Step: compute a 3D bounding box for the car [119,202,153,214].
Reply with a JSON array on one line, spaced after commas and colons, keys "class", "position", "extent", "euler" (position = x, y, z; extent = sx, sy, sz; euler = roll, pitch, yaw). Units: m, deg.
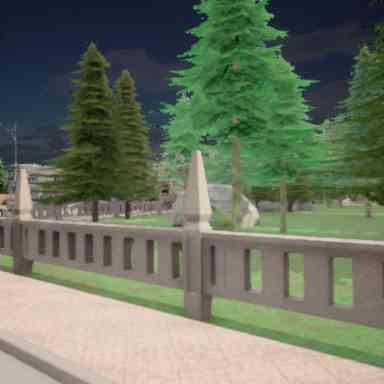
[{"class": "car", "position": [-6.866, 1.704, 41.643], "extent": [2.097, 1.767, 4.553], "euler": [-1, 0, 35]}]

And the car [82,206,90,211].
[{"class": "car", "position": [-14.424, 2.030, 49.140], "extent": [1.882, 1.535, 5.008], "euler": [-1, -1, 36]}]

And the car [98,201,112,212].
[{"class": "car", "position": [-11.196, 1.712, 47.634], "extent": [2.150, 2.045, 5.566], "euler": [-1, -1, 36]}]
